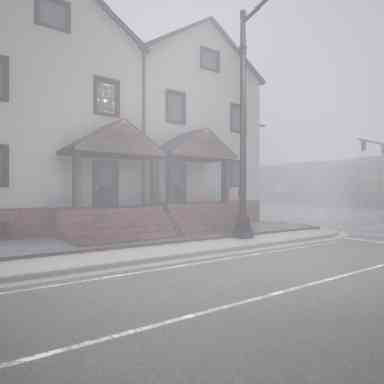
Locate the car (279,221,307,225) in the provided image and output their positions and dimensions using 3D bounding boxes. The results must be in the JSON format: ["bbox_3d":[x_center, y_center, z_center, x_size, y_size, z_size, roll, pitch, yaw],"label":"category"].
[{"bbox_3d":[8.588,3.480,31.355,2.128,1.511,4.902,-1,-12,-36],"label":"car"}]
